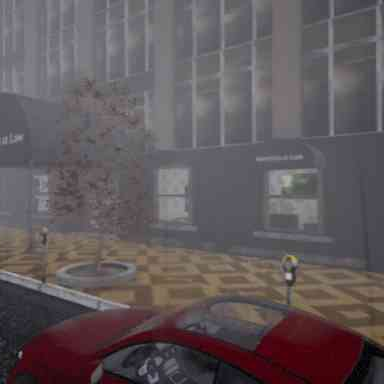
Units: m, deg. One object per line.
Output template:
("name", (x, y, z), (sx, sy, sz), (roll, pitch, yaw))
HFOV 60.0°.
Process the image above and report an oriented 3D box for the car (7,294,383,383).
("car", (0.165, 1.580, 2.756), (4.206, 1.307, 1.802), (0, 0, 35))
